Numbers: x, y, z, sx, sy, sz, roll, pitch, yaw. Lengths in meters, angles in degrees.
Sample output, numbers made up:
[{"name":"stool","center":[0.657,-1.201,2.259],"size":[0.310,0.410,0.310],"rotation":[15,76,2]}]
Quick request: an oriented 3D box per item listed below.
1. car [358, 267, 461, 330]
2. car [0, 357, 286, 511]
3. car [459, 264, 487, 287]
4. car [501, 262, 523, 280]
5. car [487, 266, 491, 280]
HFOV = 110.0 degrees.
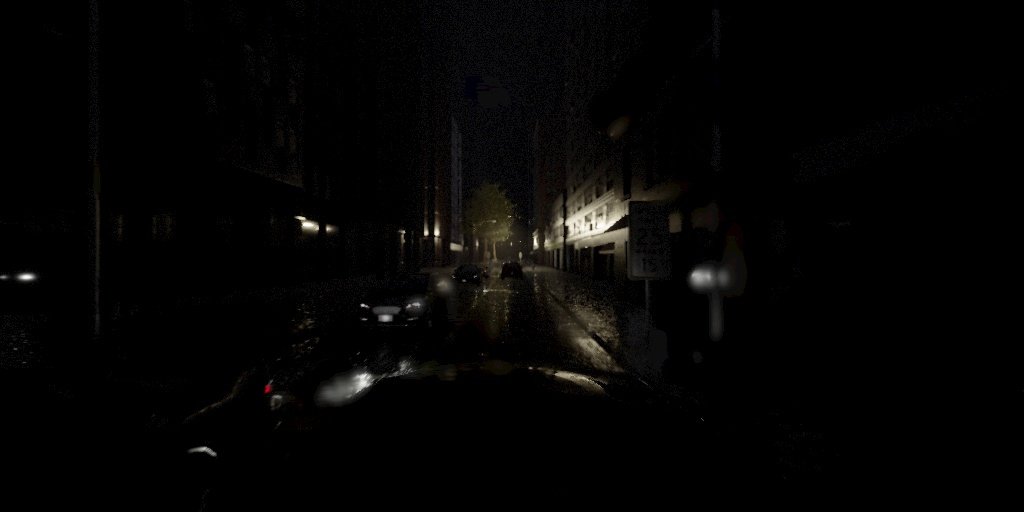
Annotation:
[{"name":"car","center":[-3.096,1.258,11.215],"size":[2.128,1.511,4.902],"rotation":[0,0,0]},{"name":"car","center":[-3.093,1.296,1.071],"size":[2.033,1.411,5.357],"rotation":[0,0,0]},{"name":"car","center":[-3.080,1.317,25.417],"size":[1.812,1.442,4.674],"rotation":[0,0,0]},{"name":"car","center":[0.014,1.281,32.625],"size":[1.882,1.535,5.008],"rotation":[0,0,0]},{"name":"car","center":[-2.994,1.411,32.496],"size":[1.895,1.301,4.718],"rotation":[0,0,0]}]
